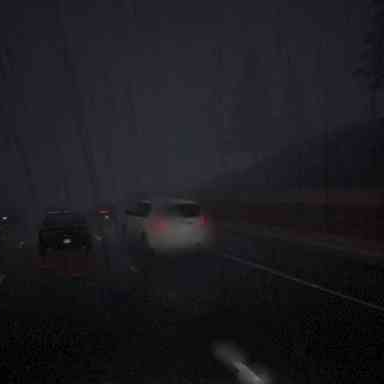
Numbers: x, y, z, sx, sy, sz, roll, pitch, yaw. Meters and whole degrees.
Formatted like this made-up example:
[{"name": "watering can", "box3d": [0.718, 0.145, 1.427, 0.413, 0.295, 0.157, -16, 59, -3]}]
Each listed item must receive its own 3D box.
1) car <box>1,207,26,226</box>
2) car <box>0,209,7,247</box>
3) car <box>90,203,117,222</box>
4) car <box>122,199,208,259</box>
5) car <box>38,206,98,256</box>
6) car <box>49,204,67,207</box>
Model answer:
[{"name": "car", "box3d": [-14.055, 1.859, 25.621, 1.994, 1.385, 4.181, -1, 0, -22]}, {"name": "car", "box3d": [-8.596, 1.648, 12.716, 1.882, 1.535, 5.008, -1, 0, -23]}, {"name": "car", "box3d": [-7.564, 1.711, 28.228, 1.837, 1.490, 4.892, -1, 0, -22]}, {"name": "car", "box3d": [-1.279, 1.285, 13.333, 2.150, 2.045, 5.566, -1, 0, -23]}, {"name": "car", "box3d": [-5.377, 1.604, 14.087, 1.882, 1.535, 5.008, -1, 0, -23]}, {"name": "car", "box3d": [-10.770, 1.740, 26.820, 2.128, 1.511, 4.902, -1, 0, -22]}]
